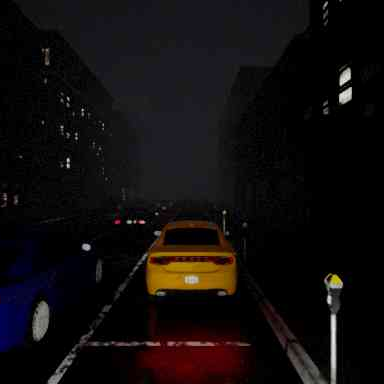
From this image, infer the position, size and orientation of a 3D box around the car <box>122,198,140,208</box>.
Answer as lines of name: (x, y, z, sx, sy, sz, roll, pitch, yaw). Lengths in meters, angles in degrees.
car: (-8.834, 1.543, 48.430, 1.887, 1.381, 4.507, 0, 0, 0)

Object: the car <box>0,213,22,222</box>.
car: (-8.835, 1.583, 14.612, 1.802, 1.307, 4.206, 0, 0, 0)

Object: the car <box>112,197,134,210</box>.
car: (-8.834, 1.439, 42.793, 1.967, 1.590, 4.097, 0, 0, 0)

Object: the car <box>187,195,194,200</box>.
car: (-0.452, 1.513, 93.685, 1.752, 1.417, 4.829, 0, 0, 0)

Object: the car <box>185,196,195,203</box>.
car: (-0.453, 1.545, 70.970, 2.008, 1.369, 4.403, 0, 0, 0)

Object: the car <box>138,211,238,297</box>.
car: (-0.005, 1.478, 8.649, 1.882, 1.535, 5.008, 0, 0, 0)

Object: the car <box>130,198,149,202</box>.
car: (-6.215, 1.491, 40.259, 2.128, 1.511, 4.902, 0, 0, 0)

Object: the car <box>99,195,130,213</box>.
car: (-8.833, 1.314, 37.157, 2.192, 1.841, 5.009, 0, 0, 0)

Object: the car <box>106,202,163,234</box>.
car: (-3.104, 1.548, 19.163, 2.033, 1.411, 5.357, 0, 0, 1)

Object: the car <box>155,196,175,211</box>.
car: (-3.071, 1.525, 38.912, 1.812, 1.442, 4.674, 0, 0, 0)

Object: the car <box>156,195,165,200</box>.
car: (-8.834, 1.539, 93.519, 2.008, 1.369, 4.403, 0, 0, 0)

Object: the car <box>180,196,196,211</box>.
car: (-0.454, 1.525, 37.323, 1.752, 1.417, 4.829, 0, 0, 0)

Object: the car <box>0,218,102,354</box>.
car: (-3.144, 1.478, 6.289, 1.882, 1.535, 5.008, 0, 0, 0)
